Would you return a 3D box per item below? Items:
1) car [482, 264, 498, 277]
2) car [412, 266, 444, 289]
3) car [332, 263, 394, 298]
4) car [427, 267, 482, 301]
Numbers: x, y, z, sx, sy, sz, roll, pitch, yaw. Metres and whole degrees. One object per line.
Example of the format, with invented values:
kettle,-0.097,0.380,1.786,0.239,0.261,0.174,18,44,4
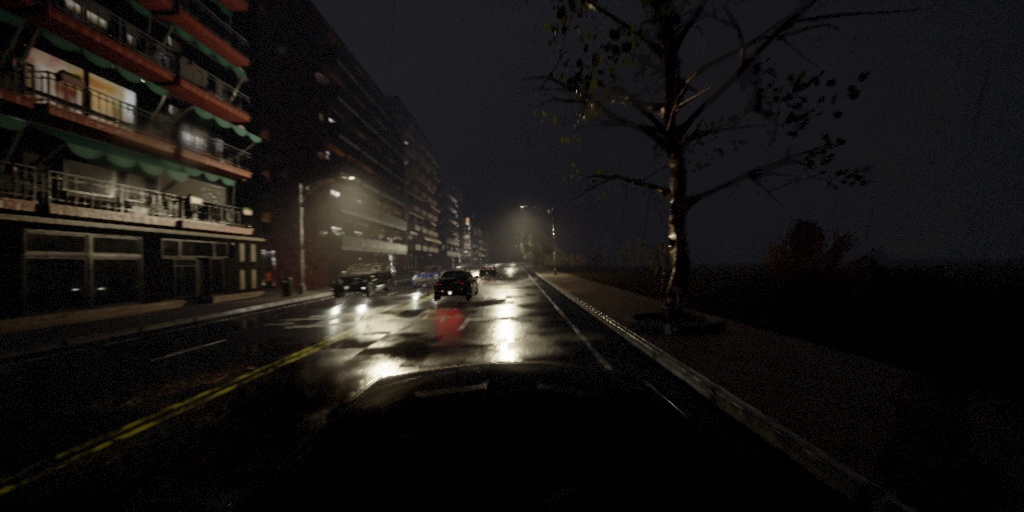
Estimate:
car,-2.741,1.716,42.163,2.128,1.511,4.902,-2,-1,1
car,-6.322,1.564,28.136,2.097,1.767,4.553,-2,-1,1
car,-9.623,1.501,23.637,2.150,2.045,5.566,-2,-1,1
car,-2.958,1.523,19.566,1.837,1.490,4.892,-2,-1,1
